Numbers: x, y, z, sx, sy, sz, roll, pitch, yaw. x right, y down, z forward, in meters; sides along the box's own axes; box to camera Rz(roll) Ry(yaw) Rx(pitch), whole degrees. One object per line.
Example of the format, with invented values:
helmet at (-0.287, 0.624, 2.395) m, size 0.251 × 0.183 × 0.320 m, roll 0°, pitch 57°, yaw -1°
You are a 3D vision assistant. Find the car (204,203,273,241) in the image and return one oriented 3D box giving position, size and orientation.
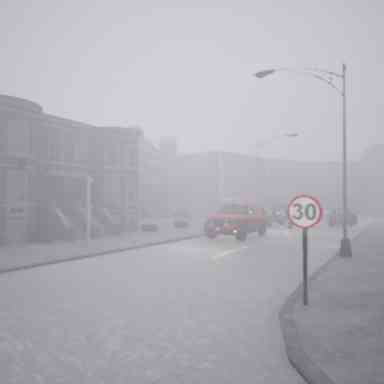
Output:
car at (2.800, 1.691, 20.140) m, size 2.150 × 2.045 × 5.566 m, roll -1°, pitch -2°, yaw 31°

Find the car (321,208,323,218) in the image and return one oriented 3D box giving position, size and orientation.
car at (13.900, 2.433, 37.472) m, size 1.812 × 1.442 × 4.674 m, roll -1°, pitch -2°, yaw 43°

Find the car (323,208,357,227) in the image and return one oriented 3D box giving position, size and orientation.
car at (13.310, 2.211, 29.264) m, size 2.128 × 1.511 × 4.902 m, roll -1°, pitch -1°, yaw 31°

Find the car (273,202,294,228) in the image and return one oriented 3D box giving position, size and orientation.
car at (8.128, 1.914, 29.032) m, size 2.150 × 2.045 × 5.566 m, roll 0°, pitch -1°, yaw 30°
